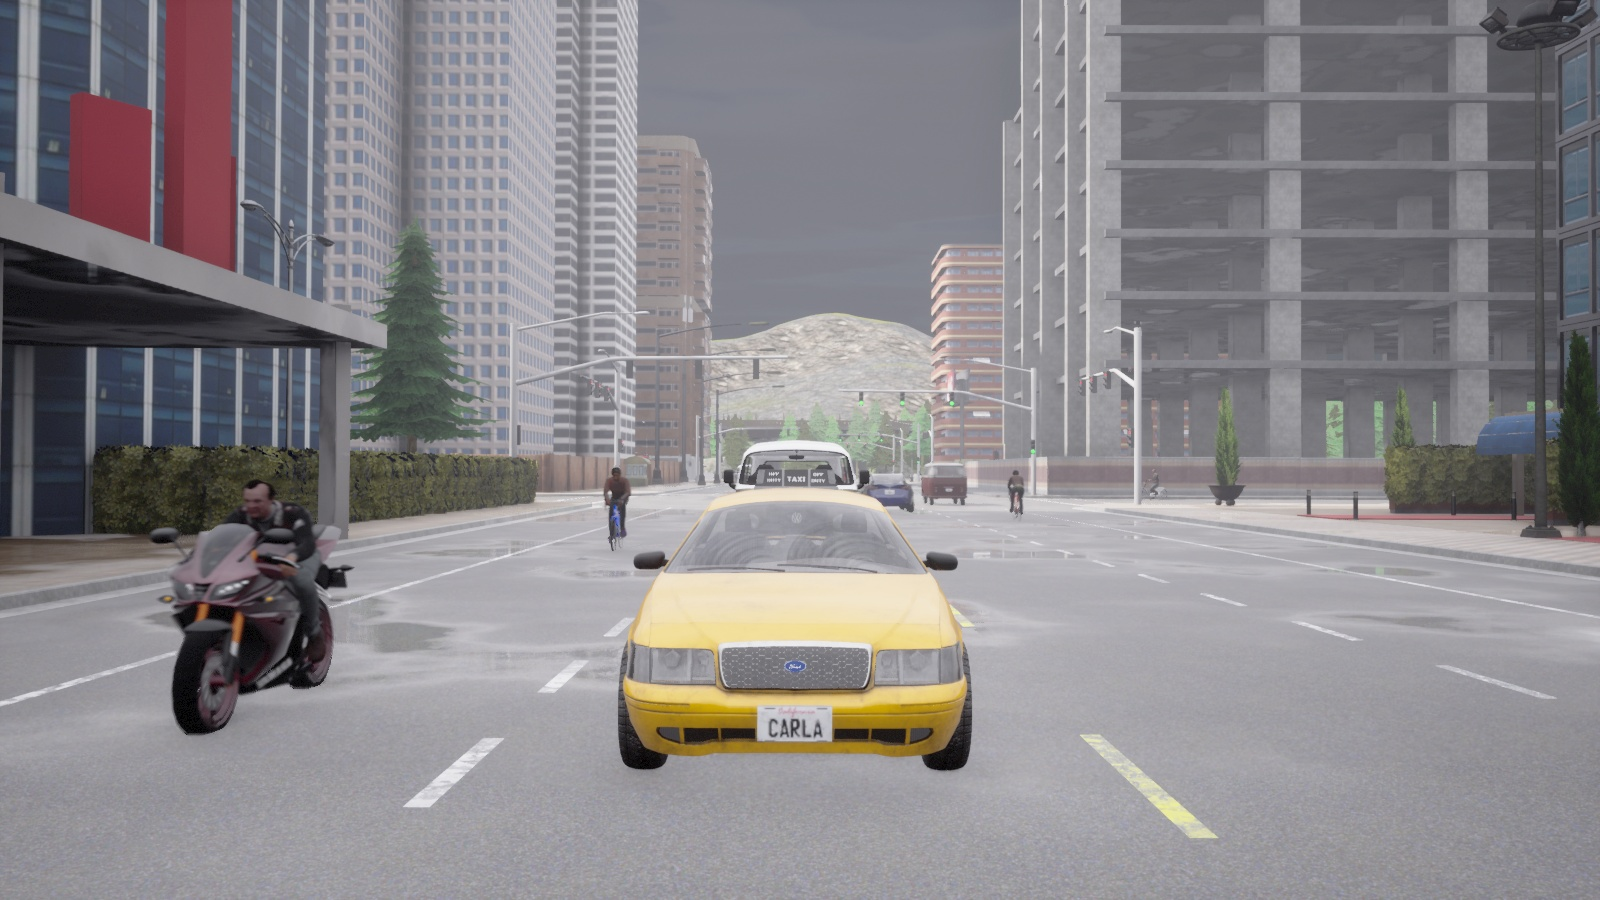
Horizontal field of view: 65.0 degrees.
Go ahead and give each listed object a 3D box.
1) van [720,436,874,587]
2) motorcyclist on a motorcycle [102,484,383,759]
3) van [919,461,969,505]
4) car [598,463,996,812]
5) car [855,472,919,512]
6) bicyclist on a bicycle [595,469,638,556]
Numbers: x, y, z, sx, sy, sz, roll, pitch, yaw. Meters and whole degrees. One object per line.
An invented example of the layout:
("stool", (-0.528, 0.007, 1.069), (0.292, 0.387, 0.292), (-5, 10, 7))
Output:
("van", (-0.049, 0.859, 19.217), (2.069, 2.038, 4.480), (0, -1, 0))
("motorcyclist on a motorcycle", (-3.520, 1.001, 8.214), (0.866, 1.530, 2.191), (0, -1, 0))
("van", (6.784, 1.537, 59.486), (1.775, 1.987, 4.442), (0, -1, -1))
("car", (-0.021, 0.894, 8.380), (1.801, 1.575, 5.366), (0, -1, 0))
("car", (3.374, 1.631, 49.518), (2.163, 1.488, 4.792), (0, -1, 0))
("bicyclist on a bicycle", (-3.561, 1.192, 24.474), (0.582, 1.620, 1.656), (0, -1, 0))
